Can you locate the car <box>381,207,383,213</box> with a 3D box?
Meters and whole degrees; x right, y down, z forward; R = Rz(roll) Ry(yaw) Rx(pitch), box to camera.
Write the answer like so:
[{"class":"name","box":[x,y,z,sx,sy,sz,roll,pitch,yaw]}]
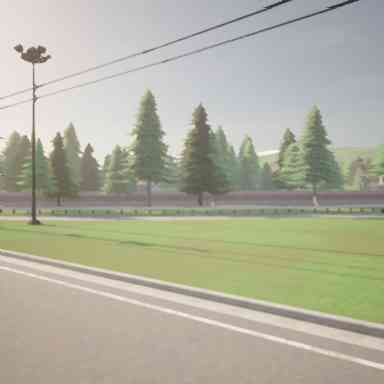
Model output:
[{"class":"car","box":[20.432,1.573,31.892,4.181,1.385,1.994,0,0,-11]}]
